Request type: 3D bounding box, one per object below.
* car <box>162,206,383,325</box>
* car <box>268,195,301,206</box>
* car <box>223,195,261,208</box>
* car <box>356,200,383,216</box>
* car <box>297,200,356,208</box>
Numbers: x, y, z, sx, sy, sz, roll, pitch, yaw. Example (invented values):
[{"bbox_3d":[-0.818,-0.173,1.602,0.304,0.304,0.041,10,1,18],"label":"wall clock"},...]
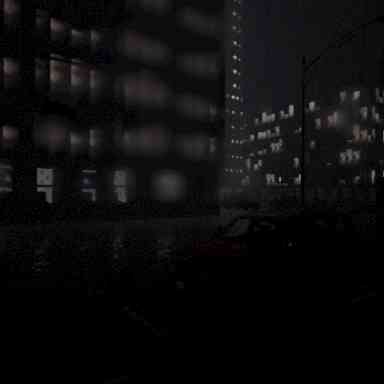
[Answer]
[{"bbox_3d":[1.830,1.368,7.403,5.009,1.841,2.192,1,0,-35],"label":"car"},{"bbox_3d":[12.253,1.315,43.514,2.192,1.841,5.009,1,0,-34],"label":"car"},{"bbox_3d":[5.755,1.241,39.057,2.192,1.841,5.009,2,0,-34],"label":"car"},{"bbox_3d":[18.483,1.570,34.385,1.967,1.590,4.097,1,0,-34],"label":"car"},{"bbox_3d":[11.981,1.638,29.928,1.802,1.307,4.206,2,0,-34],"label":"car"}]
